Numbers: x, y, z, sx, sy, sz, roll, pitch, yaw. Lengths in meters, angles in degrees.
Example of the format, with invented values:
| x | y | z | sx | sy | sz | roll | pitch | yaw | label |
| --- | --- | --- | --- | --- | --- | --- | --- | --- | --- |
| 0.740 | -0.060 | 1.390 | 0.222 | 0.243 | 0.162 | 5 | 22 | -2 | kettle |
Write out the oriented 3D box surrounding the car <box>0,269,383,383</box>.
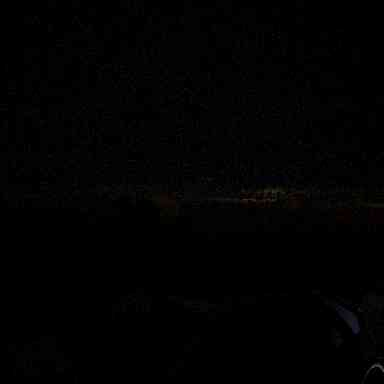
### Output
| x | y | z | sx | sy | sz | roll | pitch | yaw | label |
| --- | --- | --- | --- | --- | --- | --- | --- | --- | --- |
| 0.155 | 1.565 | 3.162 | 5.357 | 1.411 | 2.033 | 1 | 0 | -35 | car |
